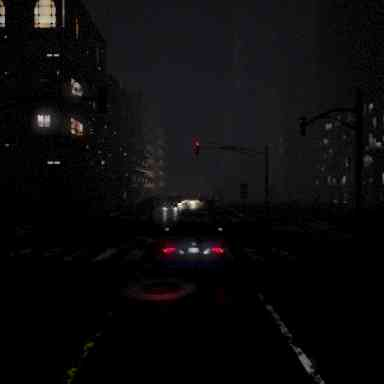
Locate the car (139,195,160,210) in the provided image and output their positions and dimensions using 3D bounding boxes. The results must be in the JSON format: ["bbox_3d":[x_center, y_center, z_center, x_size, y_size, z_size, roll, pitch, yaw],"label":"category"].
[{"bbox_3d":[-5.707,1.505,42.959,1.887,1.381,4.507,-1,0,0],"label":"car"}]

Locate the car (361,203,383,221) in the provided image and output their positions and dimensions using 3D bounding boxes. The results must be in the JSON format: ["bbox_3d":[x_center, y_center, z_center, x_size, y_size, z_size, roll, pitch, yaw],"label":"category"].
[{"bbox_3d":[14.671,1.446,24.920,4.313,1.339,1.947,0,1,0],"label":"car"}]

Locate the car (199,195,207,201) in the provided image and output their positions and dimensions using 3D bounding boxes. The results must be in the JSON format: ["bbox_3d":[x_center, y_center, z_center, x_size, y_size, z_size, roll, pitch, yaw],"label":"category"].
[{"bbox_3d":[2.635,1.483,82.560,1.887,1.381,4.507,-1,0,0],"label":"car"}]

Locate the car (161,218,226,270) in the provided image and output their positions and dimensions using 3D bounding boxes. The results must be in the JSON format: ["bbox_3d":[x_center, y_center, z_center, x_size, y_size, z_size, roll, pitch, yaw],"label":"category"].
[{"bbox_3d":[0.055,1.553,10.915,2.033,1.411,5.357,0,-1,0],"label":"car"}]

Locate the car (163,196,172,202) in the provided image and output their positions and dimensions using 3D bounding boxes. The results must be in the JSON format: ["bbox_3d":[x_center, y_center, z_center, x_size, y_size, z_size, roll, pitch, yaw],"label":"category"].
[{"bbox_3d":[-5.711,1.523,76.853,1.802,1.307,4.206,-1,0,0],"label":"car"}]

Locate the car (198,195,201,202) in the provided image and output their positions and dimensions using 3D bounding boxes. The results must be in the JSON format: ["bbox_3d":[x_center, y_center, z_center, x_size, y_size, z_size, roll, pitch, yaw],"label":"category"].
[{"bbox_3d":[2.636,1.495,71.262,2.008,1.369,4.403,-1,0,0],"label":"car"}]

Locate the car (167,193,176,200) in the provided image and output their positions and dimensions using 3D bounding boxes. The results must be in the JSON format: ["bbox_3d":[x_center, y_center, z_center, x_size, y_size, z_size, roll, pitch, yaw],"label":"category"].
[{"bbox_3d":[-5.718,1.248,93.799,2.192,1.841,5.009,-1,0,0],"label":"car"}]

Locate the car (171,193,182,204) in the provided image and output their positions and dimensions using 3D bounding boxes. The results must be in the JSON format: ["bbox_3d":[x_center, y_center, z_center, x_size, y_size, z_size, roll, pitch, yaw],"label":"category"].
[{"bbox_3d":[-3.025,1.471,64.754,1.812,1.442,4.674,0,0,0],"label":"car"}]

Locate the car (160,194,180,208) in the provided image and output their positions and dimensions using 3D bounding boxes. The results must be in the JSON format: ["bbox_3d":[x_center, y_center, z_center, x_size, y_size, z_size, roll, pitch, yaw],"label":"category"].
[{"bbox_3d":[-3.092,1.461,48.249,1.837,1.490,4.892,0,0,0],"label":"car"}]

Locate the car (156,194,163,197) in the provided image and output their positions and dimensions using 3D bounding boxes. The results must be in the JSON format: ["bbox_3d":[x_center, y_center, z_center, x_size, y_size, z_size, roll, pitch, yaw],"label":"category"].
[{"bbox_3d":[-5.709,1.396,48.607,1.967,1.590,4.097,-1,0,0],"label":"car"}]

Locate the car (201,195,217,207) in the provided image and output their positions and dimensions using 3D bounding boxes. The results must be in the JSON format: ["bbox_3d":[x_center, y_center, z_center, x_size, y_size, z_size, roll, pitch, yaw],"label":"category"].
[{"bbox_3d":[2.639,1.501,48.666,1.887,1.381,4.507,-1,0,0],"label":"car"}]
